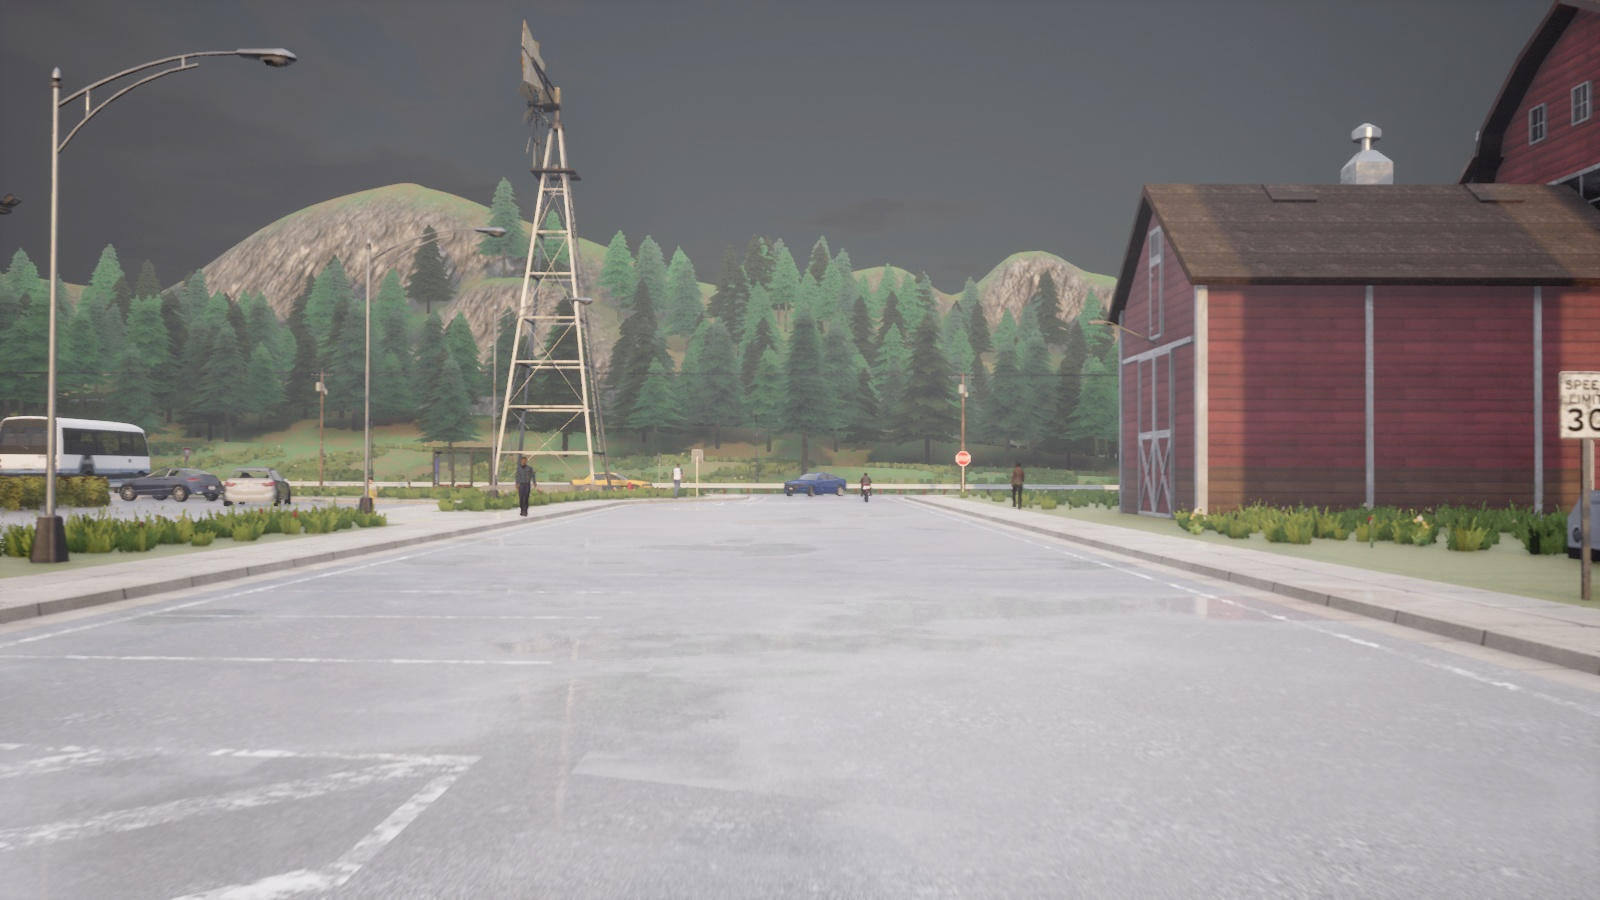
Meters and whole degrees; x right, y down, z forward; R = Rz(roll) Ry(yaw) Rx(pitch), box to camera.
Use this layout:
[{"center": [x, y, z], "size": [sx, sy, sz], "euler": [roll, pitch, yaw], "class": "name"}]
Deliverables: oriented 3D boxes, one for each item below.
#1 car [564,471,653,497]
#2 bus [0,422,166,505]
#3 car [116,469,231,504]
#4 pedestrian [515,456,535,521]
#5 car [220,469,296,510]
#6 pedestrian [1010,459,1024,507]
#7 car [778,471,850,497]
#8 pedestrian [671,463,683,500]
[{"center": [-12.160, 2.166, 80.039], "size": [5.366, 1.575, 1.801], "euler": [0, -1, 1], "class": "car"}, {"center": [-39.681, 0.786, 69.759], "size": [3.944, 4.253, 10.273], "euler": [0, -1, -1], "class": "bus"}, {"center": [-30.365, 1.752, 60.856], "size": [5.027, 1.651, 2.152], "euler": [-1, -1, 21], "class": "car"}, {"center": [-8.313, 1.150, 37.934], "size": [0.423, 1.949, 0.788], "euler": [0, -1, 0], "class": "pedestrian"}, {"center": [-23.194, 1.670, 53.884], "size": [2.242, 1.667, 4.611], "euler": [0, -1, -14], "class": "car"}, {"center": [8.250, 1.252, 47.791], "size": [0.328, 1.805, 0.869], "euler": [0, -1, -4], "class": "pedestrian"}, {"center": [0.922, 2.132, 78.807], "size": [1.882, 1.535, 5.008], "euler": [-1, -1, 37], "class": "car"}, {"center": [-6.198, 1.576, 63.416], "size": [0.354, 1.836, 0.706], "euler": [-1, -1, 16], "class": "pedestrian"}]
